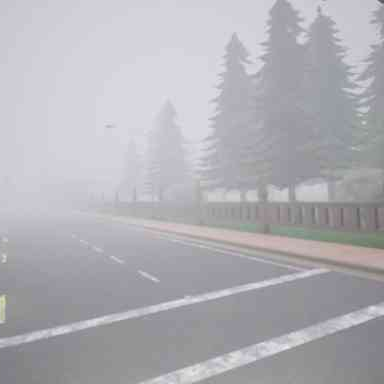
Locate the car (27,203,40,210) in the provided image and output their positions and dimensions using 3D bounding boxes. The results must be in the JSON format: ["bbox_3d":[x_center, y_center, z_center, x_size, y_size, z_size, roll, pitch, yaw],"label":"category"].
[{"bbox_3d":[-37.483,3.523,79.295,1.994,1.385,4.181,-3,0,-29],"label":"car"}]

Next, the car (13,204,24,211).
[{"bbox_3d":[-40.306,3.661,77.165,1.812,1.442,4.674,-3,0,-29],"label":"car"}]
